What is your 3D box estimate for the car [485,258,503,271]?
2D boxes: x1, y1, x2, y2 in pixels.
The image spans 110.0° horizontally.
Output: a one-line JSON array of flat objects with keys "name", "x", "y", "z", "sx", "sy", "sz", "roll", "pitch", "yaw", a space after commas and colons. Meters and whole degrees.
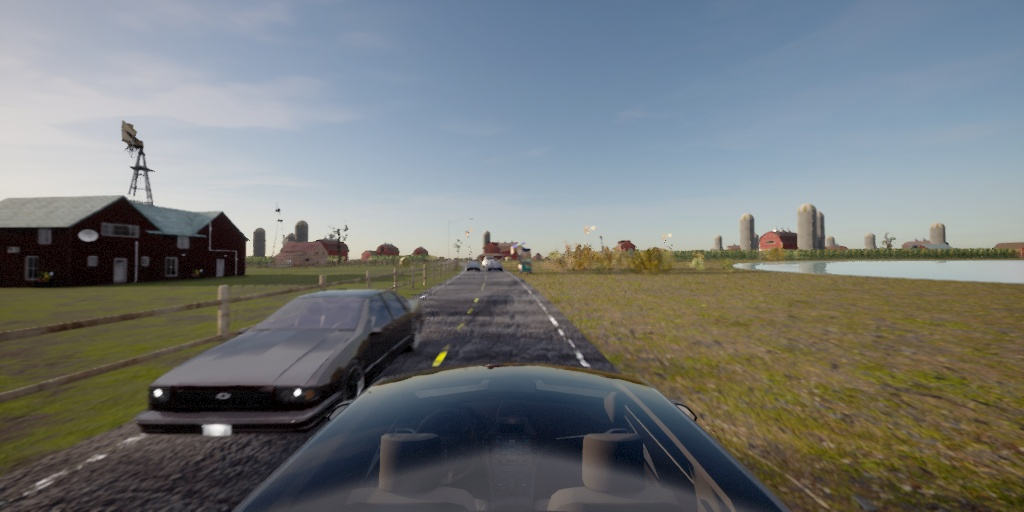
[{"name": "car", "x": -2.380, "y": 1.399, "z": 50.073, "sx": 1.994, "sy": 1.385, "sz": 4.181, "roll": 0, "pitch": 0, "yaw": -6}]

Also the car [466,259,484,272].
[{"name": "car", "x": -5.016, "y": 1.372, "z": 47.307, "sx": 2.033, "sy": 1.411, "sz": 5.357, "roll": 0, "pitch": 0, "yaw": -5}]

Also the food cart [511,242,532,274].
[{"name": "food cart", "x": 1.462, "y": 0.277, "z": 41.779, "sx": 2.280, "sy": 3.560, "sz": 4.660, "roll": 0, "pitch": 0, "yaw": -5}]

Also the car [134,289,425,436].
[{"name": "car", "x": -2.891, "y": 1.300, "z": 6.140, "sx": 2.033, "sy": 1.411, "sz": 5.357, "roll": 0, "pitch": 0, "yaw": -1}]
